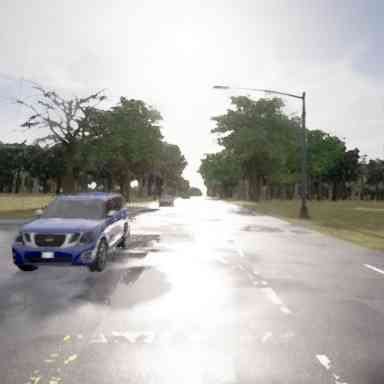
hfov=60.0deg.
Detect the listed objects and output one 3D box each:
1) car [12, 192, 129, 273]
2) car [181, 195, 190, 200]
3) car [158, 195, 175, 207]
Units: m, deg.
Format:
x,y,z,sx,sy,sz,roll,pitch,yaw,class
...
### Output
x,y,z,sx,sy,sz,roll,pitch,yaw,class
-3.496,1.073,10.814,2.150,2.045,5.566,1,2,0,car
-1.870,1.436,90.946,1.895,1.301,4.718,0,0,7,car
-3.564,1.217,46.911,2.097,1.767,4.553,0,0,0,car
